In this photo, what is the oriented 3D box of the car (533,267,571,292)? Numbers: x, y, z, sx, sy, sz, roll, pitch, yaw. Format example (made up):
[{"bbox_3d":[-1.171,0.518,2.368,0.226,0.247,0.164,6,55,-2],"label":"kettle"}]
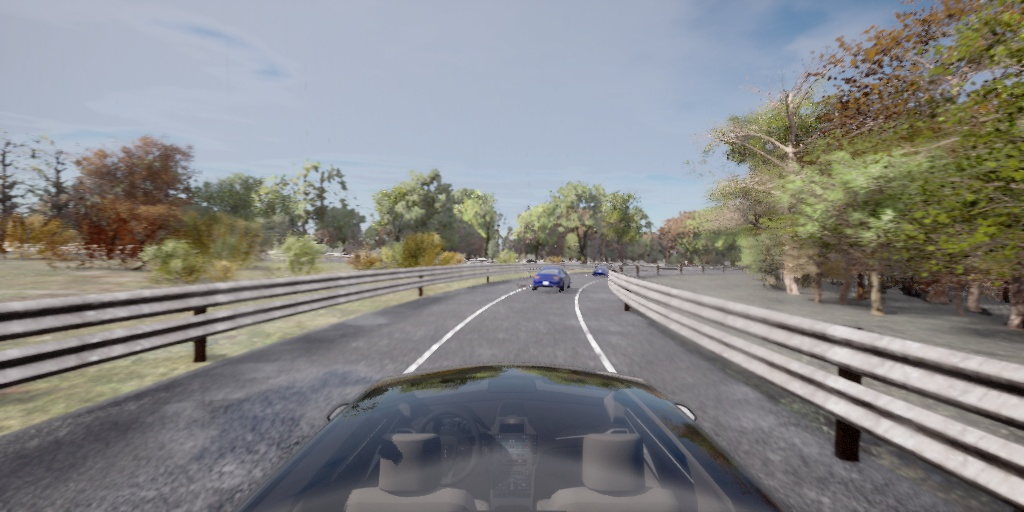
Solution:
[{"bbox_3d":[2.526,1.387,22.280,1.812,1.442,4.674,1,-1,16],"label":"car"}]

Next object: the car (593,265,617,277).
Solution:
[{"bbox_3d":[11.400,1.781,43.757,1.994,1.385,4.181,1,0,32],"label":"car"}]
